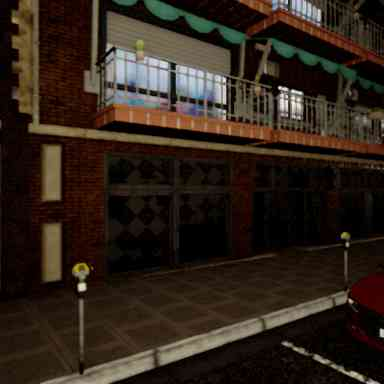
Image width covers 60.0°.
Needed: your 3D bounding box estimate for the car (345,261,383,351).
[{"bbox_3d":[4.317,1.569,5.483,4.507,1.381,1.887,0,0,-35],"label":"car"}]
